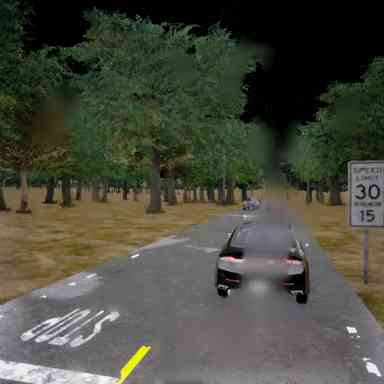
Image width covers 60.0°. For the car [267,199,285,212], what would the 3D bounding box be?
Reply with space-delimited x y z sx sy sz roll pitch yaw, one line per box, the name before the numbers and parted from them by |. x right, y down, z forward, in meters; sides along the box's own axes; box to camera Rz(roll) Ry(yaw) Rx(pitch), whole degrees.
car | 9.728 1.618 38.388 1.994 1.385 4.181 0 0 15

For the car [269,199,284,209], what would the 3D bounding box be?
car | 12.224 1.680 48.033 2.033 1.411 5.357 0 -1 15

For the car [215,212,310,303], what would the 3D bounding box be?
car | 1.812 1.485 8.316 2.128 1.511 4.902 0 0 15

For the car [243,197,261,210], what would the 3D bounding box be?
car | 7.850 1.435 43.178 2.097 1.767 4.553 0 0 15
